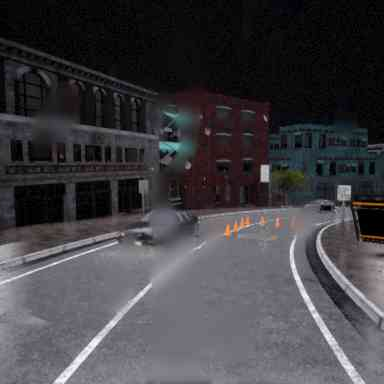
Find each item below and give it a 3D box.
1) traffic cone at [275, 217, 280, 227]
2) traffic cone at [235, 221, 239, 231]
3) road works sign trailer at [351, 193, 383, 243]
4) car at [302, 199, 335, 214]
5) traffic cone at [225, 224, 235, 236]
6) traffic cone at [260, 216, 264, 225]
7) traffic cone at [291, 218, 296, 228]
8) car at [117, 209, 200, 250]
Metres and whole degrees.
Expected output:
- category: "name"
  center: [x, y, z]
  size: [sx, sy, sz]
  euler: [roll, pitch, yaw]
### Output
- category: "traffic cone"
  center: [5.670, 1.970, 22.006]
  size: [0.340, 0.580, 0.340]
  euler: [2, 1, 18]
- category: "traffic cone"
  center: [2.491, 1.902, 18.874]
  size: [0.340, 0.580, 0.340]
  euler: [2, 1, 19]
- category: "road works sign trailer"
  center: [7.114, 1.154, 10.546]
  size: [3.560, 2.380, 2.880]
  euler: [2, 45, 37]
- category: "car"
  center: [14.413, 1.569, 37.678]
  size: [4.902, 1.511, 2.128]
  euler: [1, 2, -41]
- category: "traffic cone"
  center: [1.841, 1.904, 16.983]
  size: [0.340, 0.580, 0.340]
  euler: [2, 0, 19]
- category: "traffic cone"
  center: [4.730, 1.932, 22.328]
  size: [0.340, 0.580, 0.340]
  euler: [2, 1, 19]
- category: "traffic cone"
  center: [6.616, 2.008, 21.686]
  size: [0.340, 0.580, 0.340]
  euler: [2, 1, 19]
- category: "car"
  center: [-1.137, 1.453, 14.414]
  size: [2.033, 1.411, 5.357]
  euler: [1, 1, 17]
